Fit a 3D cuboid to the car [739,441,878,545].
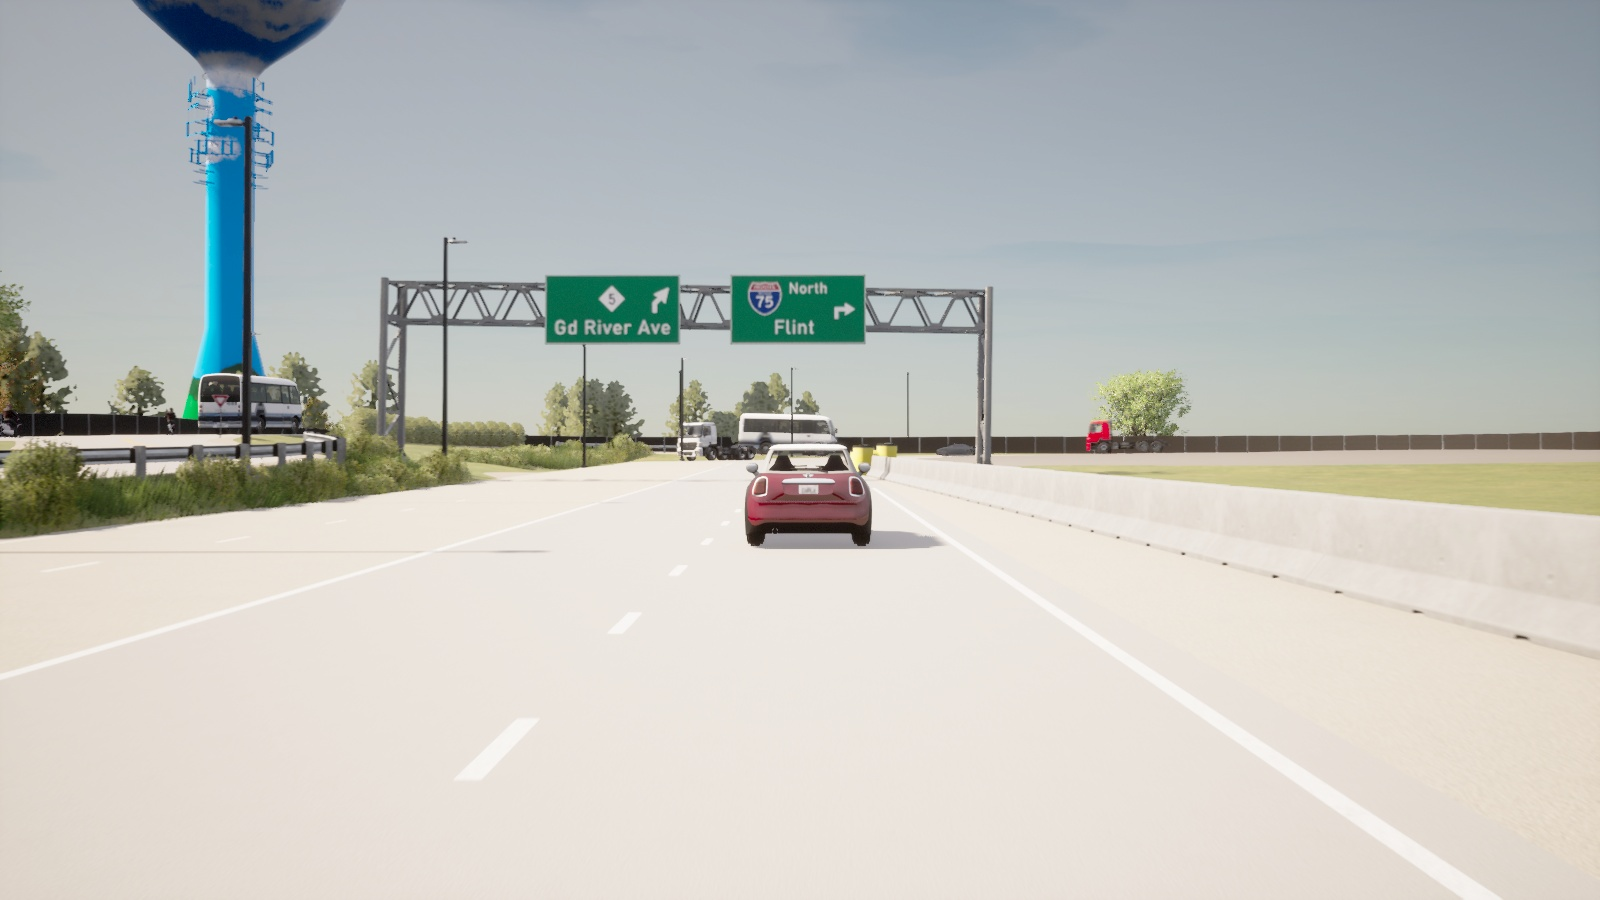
[{"bbox_3d":[0.128,0.600,19.677,1.970,1.475,3.806,0,0,0],"label":"car"}]
